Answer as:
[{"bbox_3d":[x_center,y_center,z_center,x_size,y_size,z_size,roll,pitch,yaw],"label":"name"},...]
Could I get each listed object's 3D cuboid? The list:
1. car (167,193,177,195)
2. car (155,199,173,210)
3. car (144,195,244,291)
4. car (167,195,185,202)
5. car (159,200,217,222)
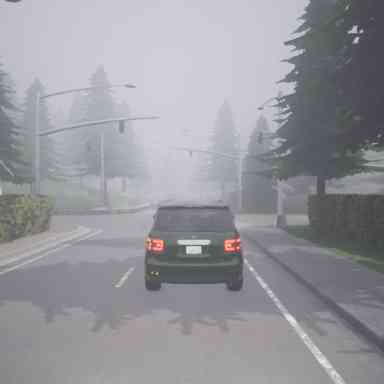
[{"bbox_3d":[-3.628,1.223,60.444,2.150,2.045,5.566,0,0,-1],"label":"car"},{"bbox_3d":[-3.649,1.600,44.196,1.895,1.301,4.718,0,0,0],"label":"car"},{"bbox_3d":[0.052,1.221,9.156,2.150,2.045,5.566,0,0,0],"label":"car"},{"bbox_3d":[-3.628,1.524,74.105,1.812,1.442,4.674,0,0,-35],"label":"car"},{"bbox_3d":[-0.410,1.484,27.785,2.128,1.511,4.902,-1,0,-42],"label":"car"}]
